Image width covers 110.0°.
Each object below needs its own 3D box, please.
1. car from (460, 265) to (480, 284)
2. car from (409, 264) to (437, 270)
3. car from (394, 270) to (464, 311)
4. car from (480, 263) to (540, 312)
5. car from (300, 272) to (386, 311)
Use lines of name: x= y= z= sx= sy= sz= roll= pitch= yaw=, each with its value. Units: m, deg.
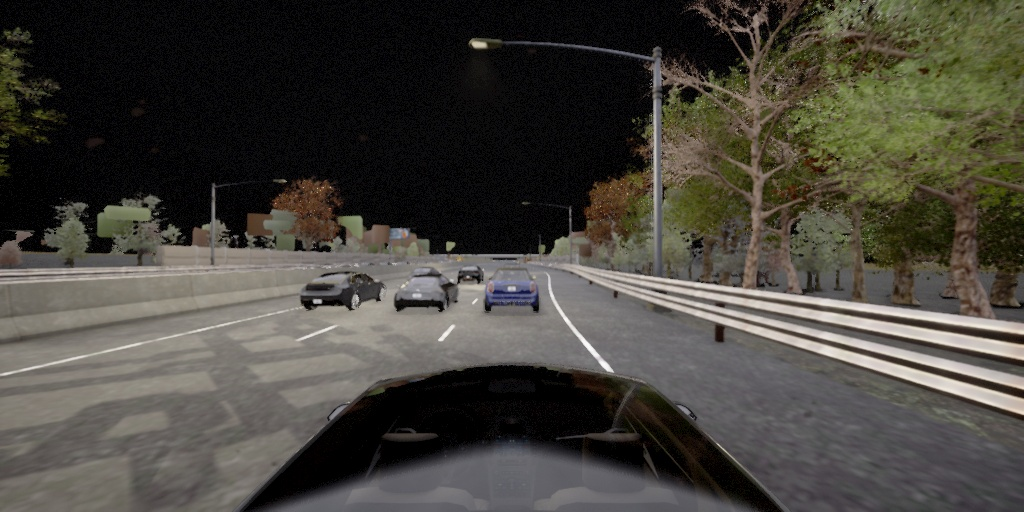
car: x=-3.497 y=1.543 z=31.087 sx=1.882 sy=1.535 sz=5.008 roll=0 pitch=0 yaw=0
car: x=-7.016 y=1.594 z=29.358 sx=2.033 sy=1.411 sz=5.357 roll=0 pitch=-1 yaw=0
car: x=-3.492 y=1.457 z=15.300 sx=1.994 sy=1.385 sz=4.181 roll=0 pitch=-1 yaw=1
car: x=0.011 y=1.243 z=15.262 sx=2.097 sy=1.767 sz=4.553 roll=0 pitch=-1 yaw=0
car: x=-6.990 y=1.400 z=15.335 sx=1.837 sy=1.490 sz=4.892 roll=0 pitch=0 yaw=0
